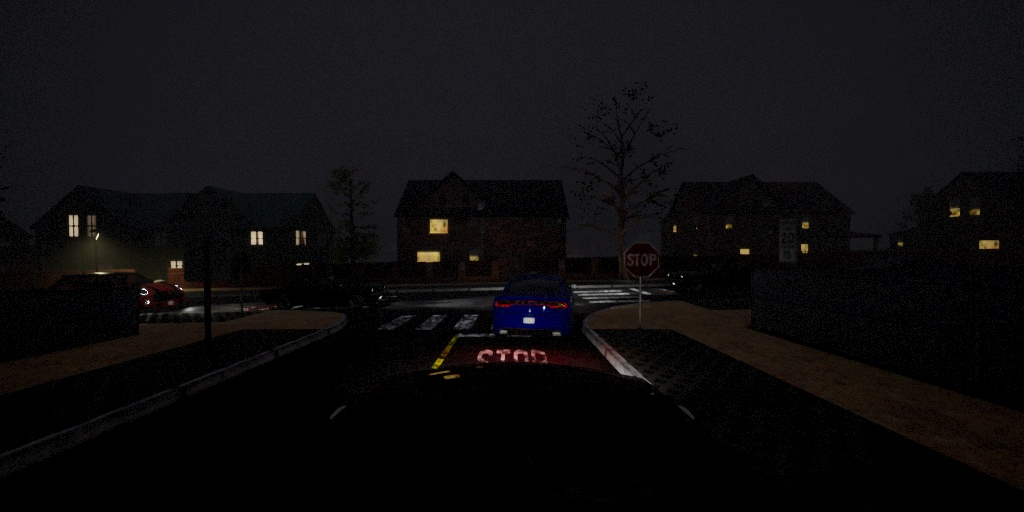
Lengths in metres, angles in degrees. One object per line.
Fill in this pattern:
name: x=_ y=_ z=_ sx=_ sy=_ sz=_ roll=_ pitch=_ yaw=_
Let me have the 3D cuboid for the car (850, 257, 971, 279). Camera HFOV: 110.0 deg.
car: x=20.047 y=0.753 z=18.271 sx=5.357 sy=1.411 sz=2.033 roll=-1 pitch=1 yaw=0

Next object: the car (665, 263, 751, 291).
car: x=10.402 y=1.034 z=18.230 sx=4.718 sy=1.301 sz=1.895 roll=-1 pitch=1 yaw=-1

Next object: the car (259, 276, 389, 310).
car: x=-7.819 y=1.506 z=15.294 sx=4.718 sy=1.301 sz=1.895 roll=-1 pitch=1 yaw=0

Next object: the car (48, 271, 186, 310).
car: x=-16.806 y=1.471 z=15.282 sx=4.553 sy=1.767 sz=2.097 roll=-1 pitch=1 yaw=0

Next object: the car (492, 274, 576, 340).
car: x=0.782 y=1.226 z=10.090 sx=1.882 sy=1.535 sz=5.008 roll=0 pitch=0 yaw=10
